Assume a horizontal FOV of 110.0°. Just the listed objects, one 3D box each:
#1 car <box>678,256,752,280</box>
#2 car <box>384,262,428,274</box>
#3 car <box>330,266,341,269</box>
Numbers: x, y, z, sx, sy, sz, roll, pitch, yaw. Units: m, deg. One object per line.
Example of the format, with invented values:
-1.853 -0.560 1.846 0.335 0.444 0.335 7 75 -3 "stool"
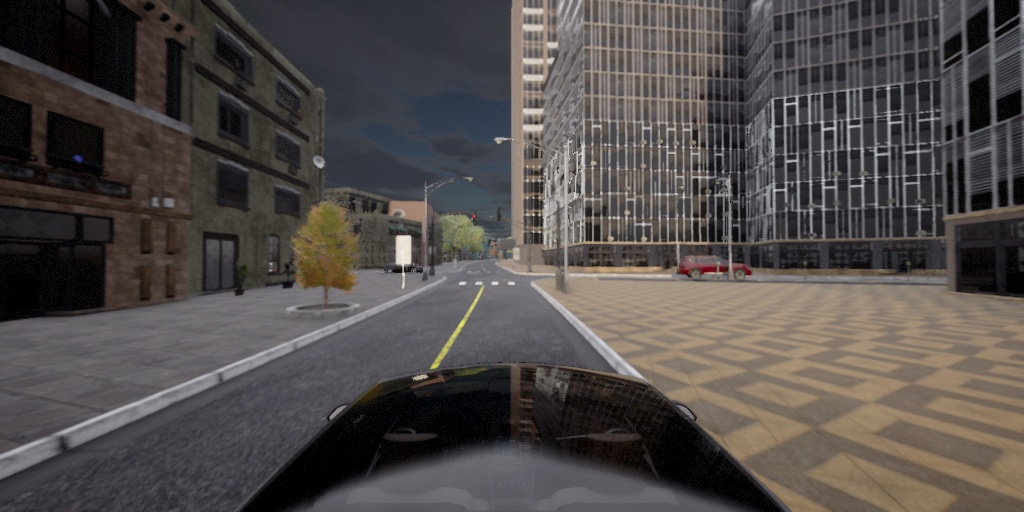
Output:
15.681 0.902 28.024 5.009 1.841 2.192 0 0 18 "car"
-11.714 1.267 39.651 5.008 1.535 1.882 1 -1 18 "car"
-20.679 1.312 39.819 4.313 1.339 1.948 0 0 18 "car"
